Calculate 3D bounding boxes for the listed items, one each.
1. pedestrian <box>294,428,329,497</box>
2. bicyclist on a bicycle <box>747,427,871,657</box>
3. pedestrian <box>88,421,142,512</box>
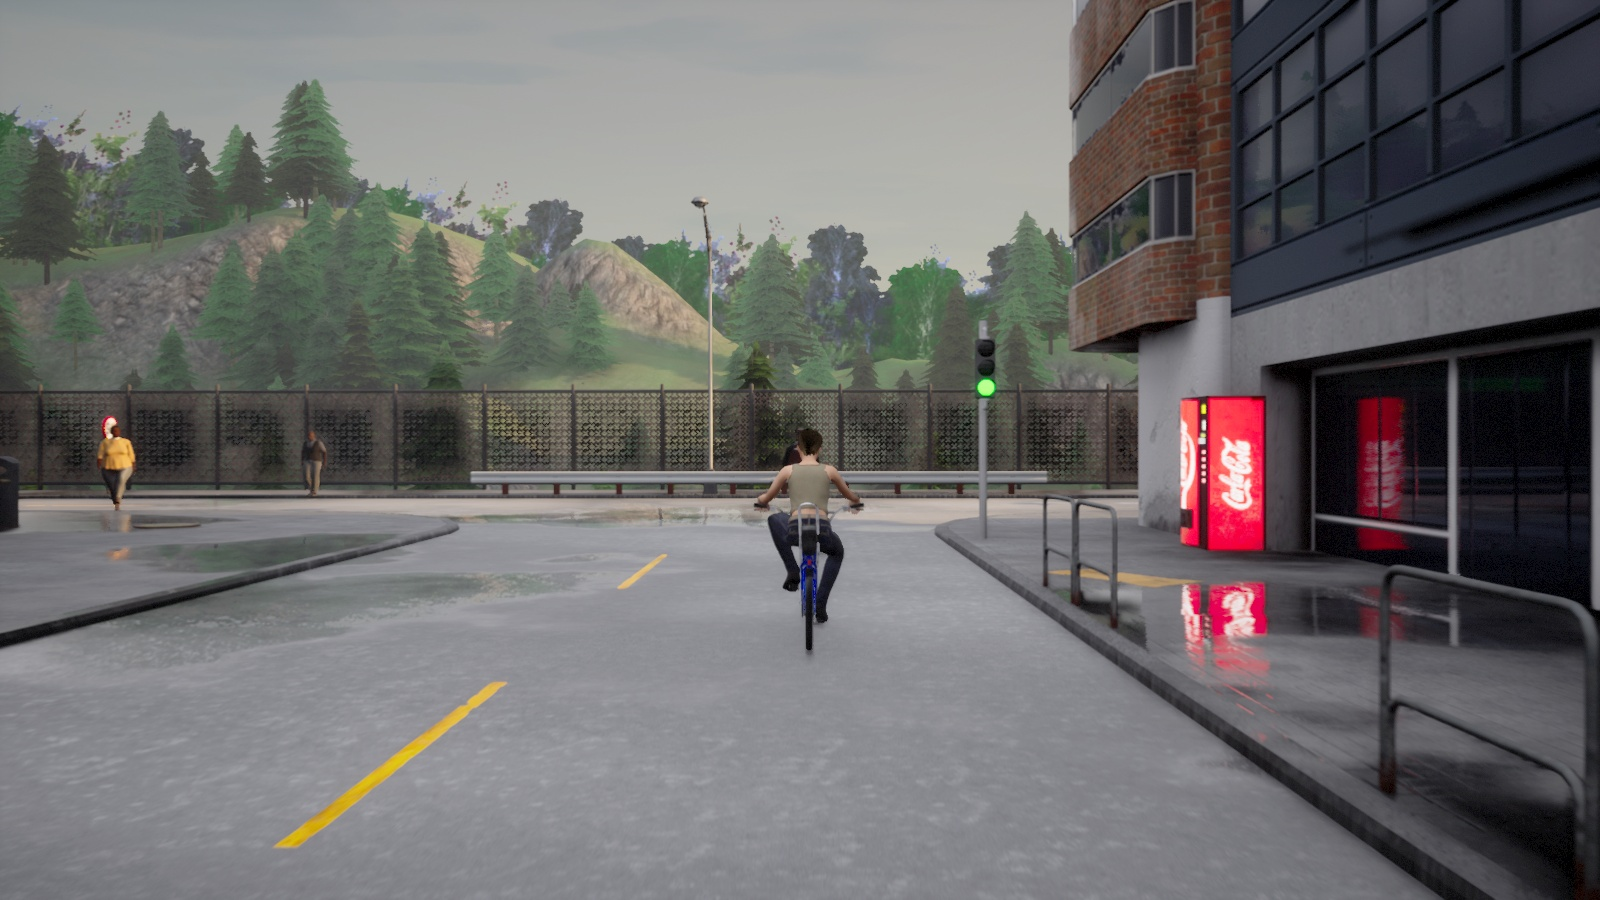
[{"bbox_3d":[-13.405,0.334,34.476,0.563,1.883,0.849,0,0,4],"label":"pedestrian"},{"bbox_3d":[0.069,0.644,9.563,0.866,1.612,1.509,0,0,0],"label":"bicyclist on a bicycle"},{"bbox_3d":[-14.369,0.333,26.354,0.874,1.855,0.900,0,0,-21],"label":"pedestrian"}]
